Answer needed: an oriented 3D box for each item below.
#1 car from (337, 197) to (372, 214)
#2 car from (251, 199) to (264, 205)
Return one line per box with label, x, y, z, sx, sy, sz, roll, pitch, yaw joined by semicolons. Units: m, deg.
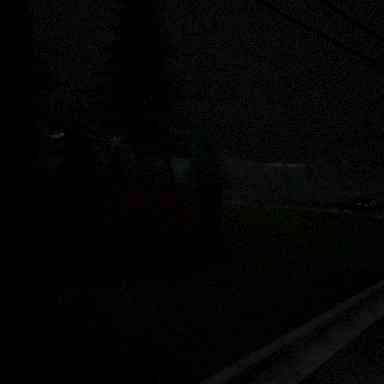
car;21.245;1.734;43.653;2.150;2.045;5.566;1;-1;-4
car;14.975;2.293;76.119;1.994;1.385;4.181;0;0;-10
